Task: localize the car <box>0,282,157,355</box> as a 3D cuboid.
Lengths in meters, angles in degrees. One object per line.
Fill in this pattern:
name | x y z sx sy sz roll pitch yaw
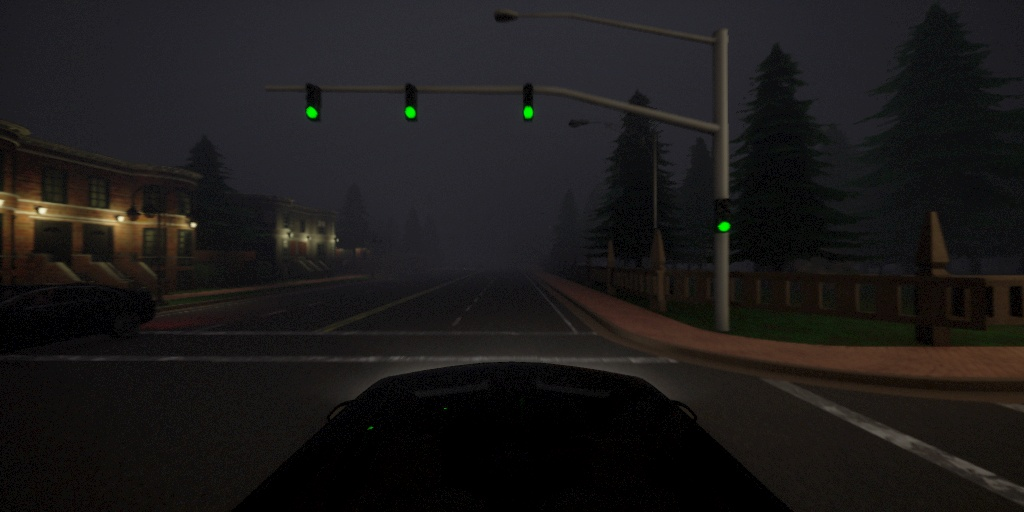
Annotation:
car | -10.503 1.351 7.581 2.128 1.511 4.902 0 0 0
